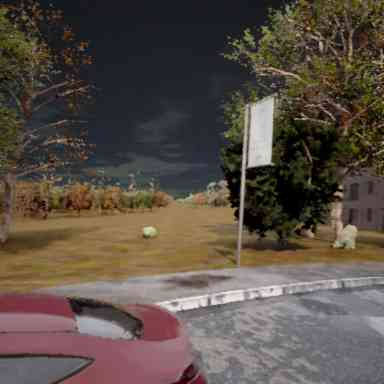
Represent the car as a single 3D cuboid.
[{"bbox_3d":[-2.038,1.505,2.043,4.674,1.442,1.812,0,0,-34],"label":"car"}]
